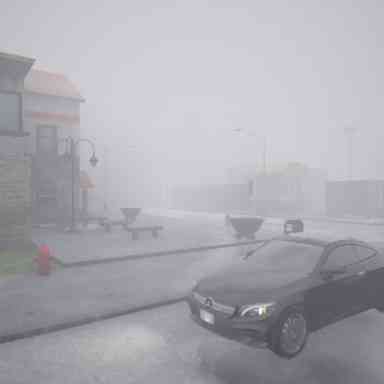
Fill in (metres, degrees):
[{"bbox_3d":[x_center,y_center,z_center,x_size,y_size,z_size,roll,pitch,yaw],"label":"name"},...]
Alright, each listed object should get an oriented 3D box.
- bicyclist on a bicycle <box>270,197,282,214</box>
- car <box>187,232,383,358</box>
[{"bbox_3d":[8.116,1.349,32.064,1.656,1.620,0.582,0,0,-35],"label":"bicyclist on a bicycle"},{"bbox_3d":[2.111,1.526,6.112,4.674,1.442,1.812,0,0,-35],"label":"car"}]
